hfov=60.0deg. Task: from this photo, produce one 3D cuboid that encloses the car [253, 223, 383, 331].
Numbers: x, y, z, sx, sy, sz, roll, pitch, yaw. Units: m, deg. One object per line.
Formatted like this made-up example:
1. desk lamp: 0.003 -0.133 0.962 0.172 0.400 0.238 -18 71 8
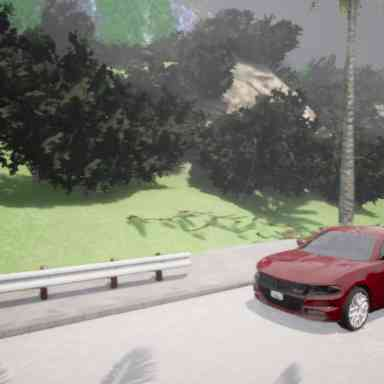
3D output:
1. car: 3.482 1.469 6.990 5.008 1.535 1.882 0 0 -34
